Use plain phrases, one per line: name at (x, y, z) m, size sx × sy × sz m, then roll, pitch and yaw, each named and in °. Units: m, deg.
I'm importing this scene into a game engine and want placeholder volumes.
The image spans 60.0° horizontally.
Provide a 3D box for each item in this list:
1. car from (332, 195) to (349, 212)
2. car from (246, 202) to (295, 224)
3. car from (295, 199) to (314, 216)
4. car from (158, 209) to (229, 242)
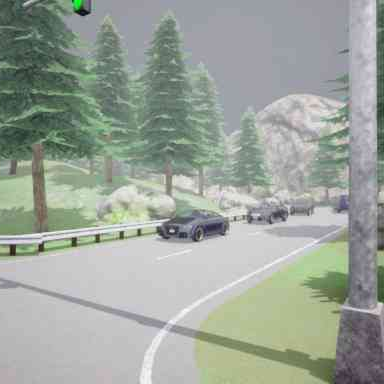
car at (17.680, 1.357, 38.260) m, size 2.150 × 2.045 × 5.566 m, roll 2°, pitch 0°, yaw 16°
car at (5.715, 1.507, 24.903) m, size 2.128 × 1.511 × 4.902 m, roll 0°, pitch 0°, yaw 34°
car at (11.163, 1.521, 33.546) m, size 1.837 × 1.490 × 4.892 m, roll 0°, pitch 0°, yaw 27°
car at (0.199, 1.579, 16.627) m, size 1.994 × 1.385 × 4.181 m, roll 0°, pitch 0°, yaw 34°
